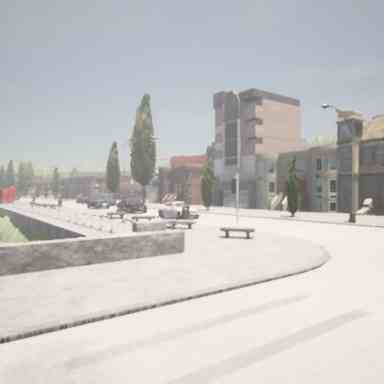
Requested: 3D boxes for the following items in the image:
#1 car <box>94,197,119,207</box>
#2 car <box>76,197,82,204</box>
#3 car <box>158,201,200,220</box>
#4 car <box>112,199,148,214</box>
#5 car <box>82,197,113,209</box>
[{"bbox_3d":[-13.676,1.543,53.027,2.033,1.411,5.357,0,0,-36],"label":"car"},{"bbox_3d":[-19.868,1.543,61.703,2.033,1.411,5.357,0,0,-36],"label":"car"},{"bbox_3d":[-1.200,1.522,28.329,1.812,1.442,4.674,0,0,-36],"label":"car"},{"bbox_3d":[-6.478,1.501,35.705,1.837,1.490,4.892,0,0,-35],"label":"car"},{"bbox_3d":[-12.409,1.488,44.049,2.128,1.511,4.902,0,0,-35],"label":"car"}]
